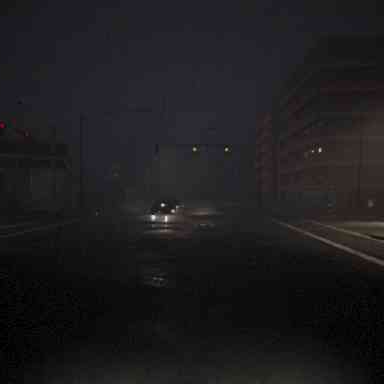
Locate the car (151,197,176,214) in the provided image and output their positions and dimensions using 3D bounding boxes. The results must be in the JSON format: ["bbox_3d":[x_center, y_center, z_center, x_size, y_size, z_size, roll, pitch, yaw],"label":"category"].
[{"bbox_3d":[-3.121,1.520,34.788,2.033,1.411,5.357,0,0,0],"label":"car"}]

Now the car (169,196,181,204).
[{"bbox_3d":[-3.294,1.496,64.716,2.033,1.411,5.357,0,0,0],"label":"car"}]

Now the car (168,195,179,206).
[{"bbox_3d":[-3.186,1.442,44.365,1.882,1.535,5.008,0,0,0],"label":"car"}]

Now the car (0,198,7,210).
[{"bbox_3d":[-24.020,1.424,38.975,3.806,1.475,1.970,0,0,1],"label":"car"}]
